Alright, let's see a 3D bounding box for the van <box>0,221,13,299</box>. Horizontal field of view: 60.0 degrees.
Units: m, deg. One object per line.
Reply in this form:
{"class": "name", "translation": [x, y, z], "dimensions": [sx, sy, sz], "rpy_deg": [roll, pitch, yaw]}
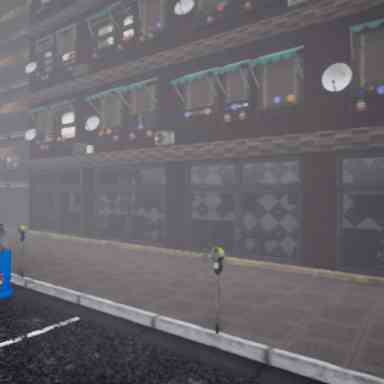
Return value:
{"class": "van", "translation": [-5.237, 1.334, 6.604], "dimensions": [3.998, 1.788, 1.690], "rpy_deg": [0, 0, 35]}
